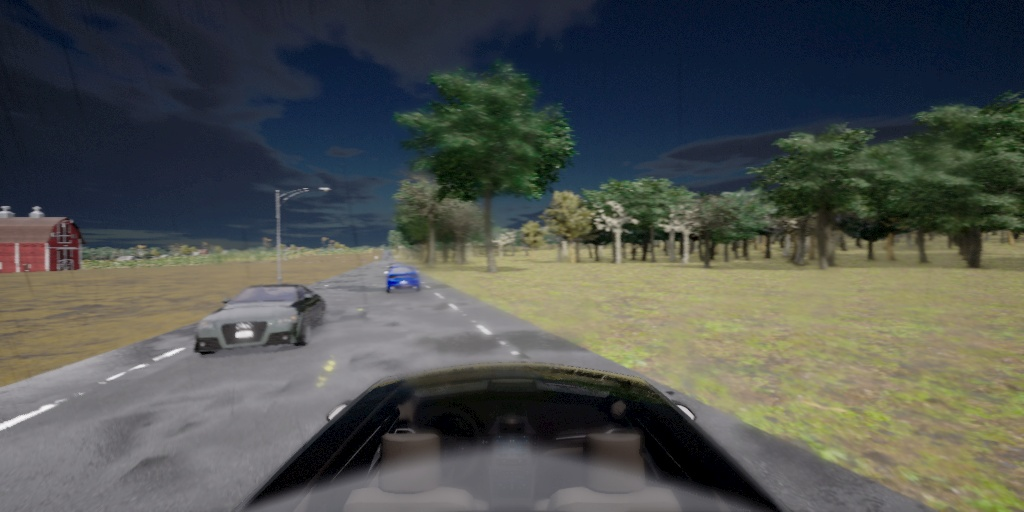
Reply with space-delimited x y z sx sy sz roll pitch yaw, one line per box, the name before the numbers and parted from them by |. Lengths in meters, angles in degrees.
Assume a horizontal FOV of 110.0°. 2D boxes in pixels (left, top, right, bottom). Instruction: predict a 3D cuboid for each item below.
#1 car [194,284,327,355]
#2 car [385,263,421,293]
car | -6.130 1.437 9.244 1.994 1.385 4.181 -1 0 -19
car | -6.818 1.350 22.382 1.882 1.535 5.008 -1 0 -19
